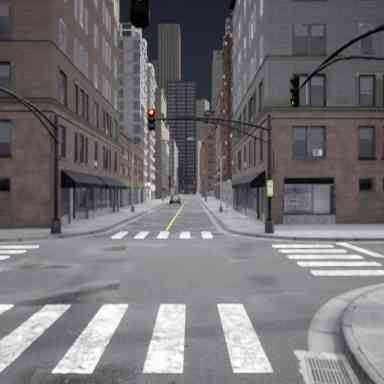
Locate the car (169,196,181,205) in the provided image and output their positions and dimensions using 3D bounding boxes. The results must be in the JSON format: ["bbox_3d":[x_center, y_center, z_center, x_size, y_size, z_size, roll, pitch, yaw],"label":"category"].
[{"bbox_3d":[-2.979,1.454,59.658,1.882,1.535,5.008,0,0,0],"label":"car"}]
